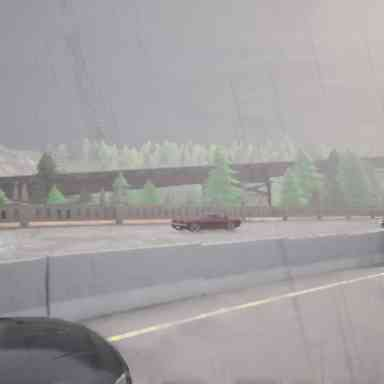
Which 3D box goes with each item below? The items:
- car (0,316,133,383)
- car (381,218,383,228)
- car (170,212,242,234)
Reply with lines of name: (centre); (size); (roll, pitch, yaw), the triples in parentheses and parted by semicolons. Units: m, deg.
car: (-2.701, 1.504, 1.819); (4.902, 1.511, 2.128); (0, 0, -35)
car: (19.191, 2.621, 30.511); (4.181, 1.385, 1.994); (3, -2, -35)
car: (0.951, 1.960, 21.842); (4.718, 1.301, 1.895); (2, -1, -35)
